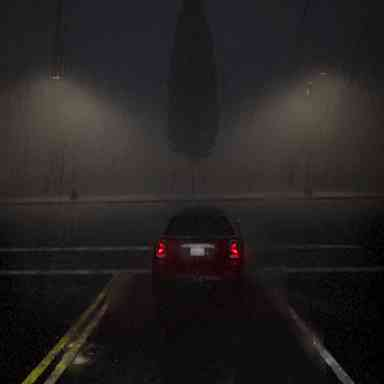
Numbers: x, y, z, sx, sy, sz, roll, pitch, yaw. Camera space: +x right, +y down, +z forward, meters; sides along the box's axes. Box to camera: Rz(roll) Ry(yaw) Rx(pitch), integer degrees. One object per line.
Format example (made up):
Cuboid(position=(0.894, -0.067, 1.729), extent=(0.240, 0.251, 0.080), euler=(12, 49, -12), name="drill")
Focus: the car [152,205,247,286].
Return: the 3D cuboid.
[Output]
Cuboid(position=(0.327, 1.135, 9.103), extent=(2.097, 1.767, 4.553), euler=(-1, 4, 6), name="car")
